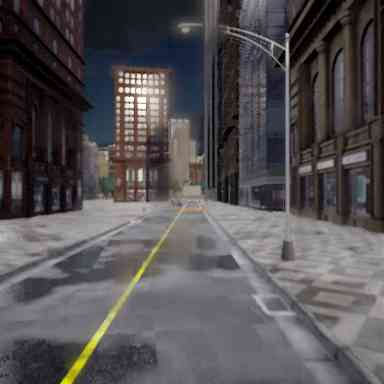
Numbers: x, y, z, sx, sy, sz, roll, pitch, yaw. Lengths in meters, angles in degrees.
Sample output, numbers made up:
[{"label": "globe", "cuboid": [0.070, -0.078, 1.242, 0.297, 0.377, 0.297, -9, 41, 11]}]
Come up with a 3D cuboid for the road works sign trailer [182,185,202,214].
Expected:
[{"label": "road works sign trailer", "cuboid": [-0.004, 0.889, 41.489, 2.380, 3.560, 2.880, 0, -1, 0]}]

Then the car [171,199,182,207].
[{"label": "car", "cuboid": [-3.019, 2.209, 65.708, 1.837, 1.490, 4.892, 0, 0, 0]}]
